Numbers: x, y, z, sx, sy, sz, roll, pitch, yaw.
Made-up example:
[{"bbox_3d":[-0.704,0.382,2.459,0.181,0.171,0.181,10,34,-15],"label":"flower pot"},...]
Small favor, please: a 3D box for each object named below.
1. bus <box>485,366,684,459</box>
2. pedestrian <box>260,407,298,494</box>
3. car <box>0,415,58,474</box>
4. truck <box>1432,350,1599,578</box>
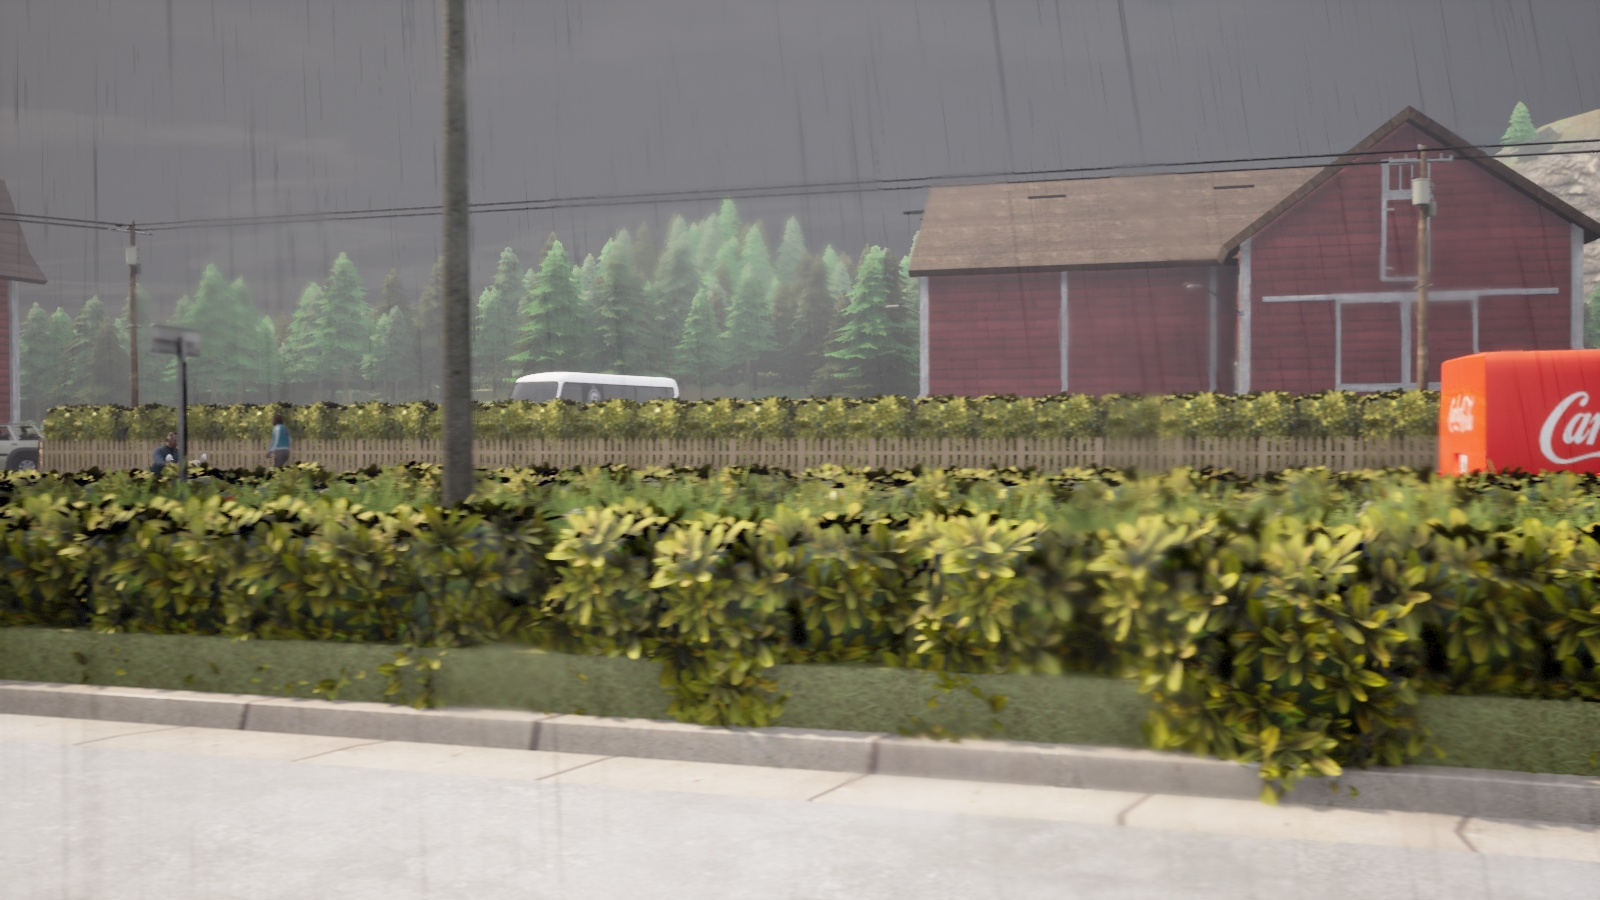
[{"bbox_3d":[-10.548,-1.780,62.870,3.944,4.253,10.273,1,1,32],"label":"bus"},{"bbox_3d":[-11.697,0.004,28.188,0.692,1.930,0.396,0,1,18],"label":"pedestrian"},{"bbox_3d":[-26.493,-0.183,39.915,1.932,1.855,4.605,1,1,41],"label":"car"},{"bbox_3d":[10.419,0.150,14.428,5.204,2.467,2.627,1,1,16],"label":"truck"}]
